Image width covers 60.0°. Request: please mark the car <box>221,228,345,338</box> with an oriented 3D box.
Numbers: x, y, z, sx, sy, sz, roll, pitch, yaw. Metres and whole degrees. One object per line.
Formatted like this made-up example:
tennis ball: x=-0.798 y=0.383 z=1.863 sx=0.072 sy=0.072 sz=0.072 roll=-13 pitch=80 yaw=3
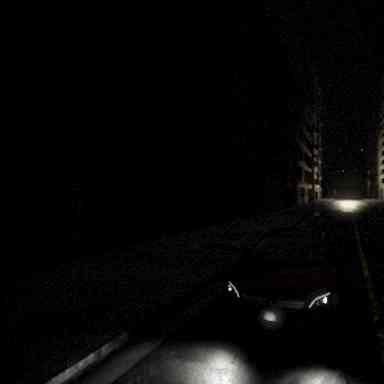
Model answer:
car: x=2.110 y=1.528 z=6.915 sx=1.812 sy=1.442 sz=4.674 roll=0 pitch=0 yaw=25
